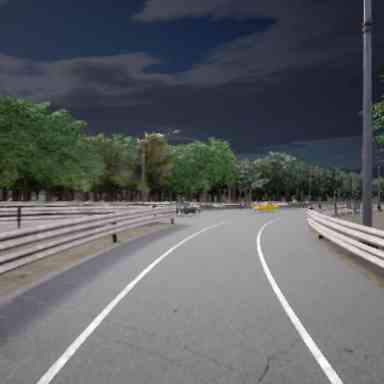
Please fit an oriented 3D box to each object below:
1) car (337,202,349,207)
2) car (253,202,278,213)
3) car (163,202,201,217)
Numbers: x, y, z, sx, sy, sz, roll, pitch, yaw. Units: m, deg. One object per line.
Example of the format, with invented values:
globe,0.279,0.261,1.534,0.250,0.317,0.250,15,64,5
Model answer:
car,33.593,3.025,74.535,2.033,1.411,5.357,-1,-2,42
car,11.023,2.228,49.572,1.882,1.535,5.008,-1,-2,42
car,-1.047,1.857,36.220,1.837,1.490,4.892,-1,-2,42
